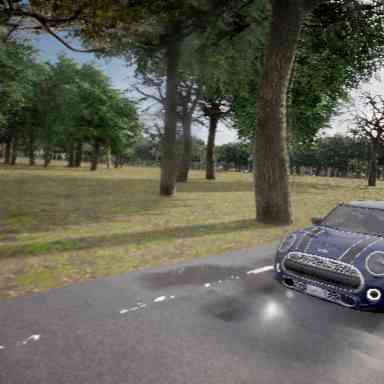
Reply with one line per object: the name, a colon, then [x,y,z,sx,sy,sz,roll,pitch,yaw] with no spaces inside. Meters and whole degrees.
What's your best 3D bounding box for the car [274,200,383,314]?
car: [3.713,1.006,6.950,4.553,1.767,2.097,-1,6,-42]
